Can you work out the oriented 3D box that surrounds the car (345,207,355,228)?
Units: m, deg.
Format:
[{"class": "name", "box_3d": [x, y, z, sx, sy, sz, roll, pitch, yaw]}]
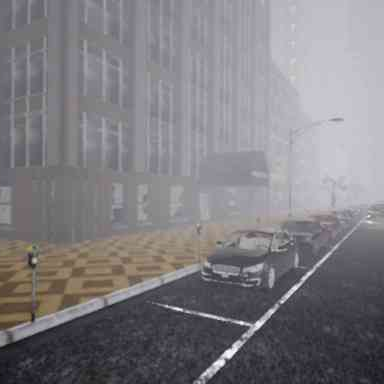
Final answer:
[{"class": "car", "box_3d": [10.364, 2.014, 24.217, 2.008, 1.369, 4.403, 0, -1, 30]}]

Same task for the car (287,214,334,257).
[{"class": "car", "box_3d": [4.685, 1.823, 14.372, 1.947, 1.339, 4.313, 0, -1, 30]}]

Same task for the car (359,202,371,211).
[{"class": "car", "box_3d": [33.085, 2.726, 63.596, 1.967, 1.590, 4.097, 0, -1, 30]}]

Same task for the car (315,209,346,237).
[{"class": "car", "box_3d": [7.525, 1.905, 19.295, 1.887, 1.381, 4.507, 0, -1, 30]}]

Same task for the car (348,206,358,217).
[{"class": "car", "box_3d": [13.205, 2.148, 29.138, 1.802, 1.307, 4.206, 0, -1, 30]}]

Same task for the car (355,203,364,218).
[{"class": "car", "box_3d": [18.885, 2.323, 38.983, 2.008, 1.369, 4.403, 0, -1, 30]}]

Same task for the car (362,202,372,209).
[{"class": "car", "box_3d": [38.680, 3.013, 73.292, 1.752, 1.417, 4.829, 0, -1, 30]}]

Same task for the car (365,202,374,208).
[{"class": "car", "box_3d": [44.445, 3.261, 83.283, 1.947, 1.339, 4.313, 0, -1, 30]}]

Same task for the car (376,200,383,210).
[{"class": "car", "box_3d": [41.662, 2.762, 73.059, 2.150, 2.045, 5.566, 0, -1, 30]}]

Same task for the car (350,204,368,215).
[{"class": "car", "box_3d": [24.565, 2.528, 48.827, 2.008, 1.369, 4.403, 0, -1, 30]}]

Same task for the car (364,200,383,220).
[{"class": "car", "box_3d": [19.913, 2.090, 35.534, 2.097, 1.767, 4.553, 0, -1, 30]}]

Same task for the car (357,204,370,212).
[{"class": "car", "box_3d": [30.244, 2.765, 58.671, 1.802, 1.307, 4.206, 0, -1, 30]}]

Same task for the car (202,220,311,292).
[{"class": "car", "box_3d": [1.845, 1.704, 9.450, 2.008, 1.369, 4.403, 0, -1, 30]}]
